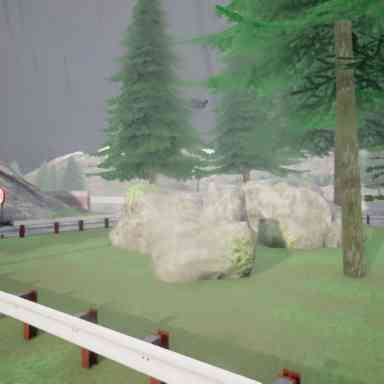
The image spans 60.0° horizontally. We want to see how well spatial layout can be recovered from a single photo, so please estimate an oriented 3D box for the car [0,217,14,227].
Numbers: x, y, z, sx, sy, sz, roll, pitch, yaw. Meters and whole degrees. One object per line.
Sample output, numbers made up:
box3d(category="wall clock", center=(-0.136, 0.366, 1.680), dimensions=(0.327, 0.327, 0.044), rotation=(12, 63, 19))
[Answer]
box3d(category="car", center=(-10.936, 1.353, 15.410), dimensions=(5.357, 1.411, 2.033), rotation=(0, 0, 16))
